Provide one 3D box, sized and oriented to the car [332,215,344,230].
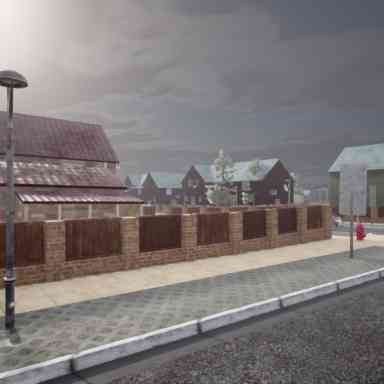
[{"bbox_3d":[7.825,1.819,22.791,2.128,1.511,4.902,1,-2,-36],"label":"car"}]
